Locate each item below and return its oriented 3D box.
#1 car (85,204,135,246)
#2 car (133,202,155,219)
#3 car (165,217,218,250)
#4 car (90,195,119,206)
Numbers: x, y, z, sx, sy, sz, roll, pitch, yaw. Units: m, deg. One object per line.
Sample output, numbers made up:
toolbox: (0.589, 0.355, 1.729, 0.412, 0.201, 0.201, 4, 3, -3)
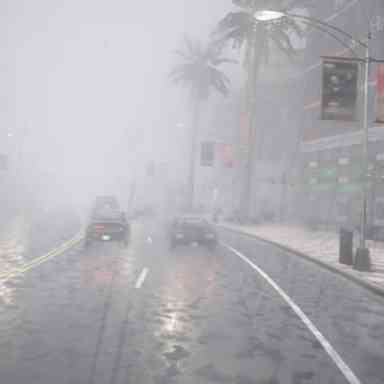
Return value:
car: (-3.806, 1.568, 15.646, 1.837, 1.490, 4.892, 2, 0, -9)
car: (-4.785, 1.719, 31.638, 2.128, 1.511, 4.902, 2, -1, -19)
car: (-0.204, 1.786, 15.288, 1.895, 1.301, 4.718, 2, -1, -8)
car: (-7.717, 1.319, 29.445, 2.150, 2.045, 5.566, 2, -1, -19)
